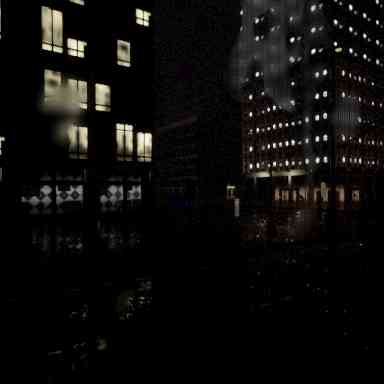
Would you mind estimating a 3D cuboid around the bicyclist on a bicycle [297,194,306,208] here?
[{"bbox_3d":[12.902,1.105,39.178,1.656,1.620,0.582,-1,1,-34],"label":"bicyclist on a bicycle"}]

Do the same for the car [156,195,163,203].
[{"bbox_3d":[-3.887,1.023,58.682,2.192,1.841,5.009,0,0,-34],"label":"car"}]

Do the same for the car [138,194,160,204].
[{"bbox_3d":[-7.820,1.193,59.853,1.882,1.535,5.008,-1,1,-34],"label":"car"}]

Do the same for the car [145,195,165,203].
[{"bbox_3d":[-6.998,1.226,63.266,1.887,1.381,4.507,0,0,-34],"label":"car"}]

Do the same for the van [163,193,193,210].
[{"bbox_3d":[-1.489,1.201,40.226,1.690,1.788,3.998,0,0,-34],"label":"van"}]
